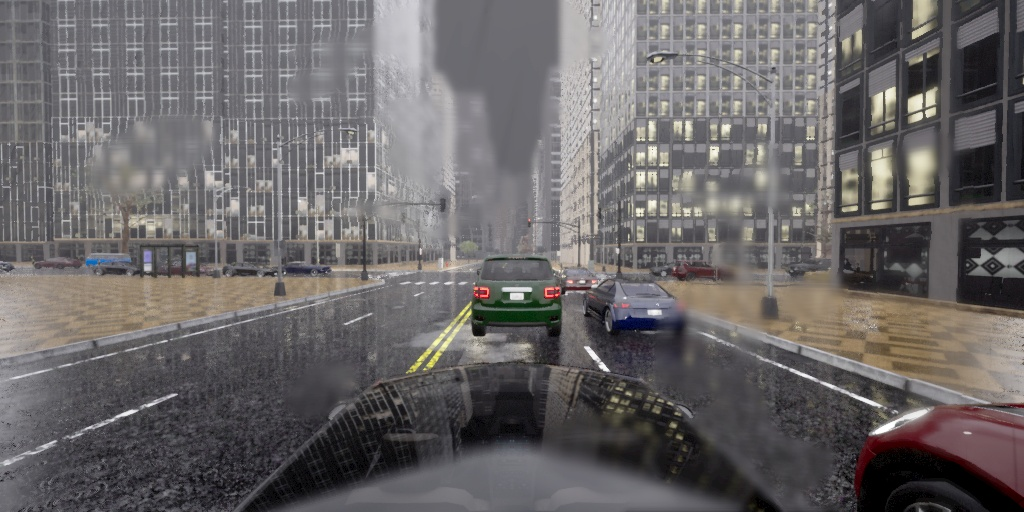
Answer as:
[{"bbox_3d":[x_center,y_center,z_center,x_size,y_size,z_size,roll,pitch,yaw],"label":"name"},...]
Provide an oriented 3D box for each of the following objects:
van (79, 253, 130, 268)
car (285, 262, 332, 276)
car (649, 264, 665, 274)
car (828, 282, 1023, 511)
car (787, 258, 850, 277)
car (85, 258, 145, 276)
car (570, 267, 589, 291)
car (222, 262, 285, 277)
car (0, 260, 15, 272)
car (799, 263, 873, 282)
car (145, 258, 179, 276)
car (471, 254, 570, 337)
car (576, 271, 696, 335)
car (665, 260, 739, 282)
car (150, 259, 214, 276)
[{"bbox_3d":[-45.226,0.603,40.161,3.998,1.789,1.690,0,0,1],"label":"van"},{"bbox_3d":[-19.672,1.190,33.800,4.718,1.301,1.895,1,1,1],"label":"car"},{"bbox_3d":[16.470,1.365,36.369,4.892,1.490,1.837,0,1,-1],"label":"car"},{"bbox_3d":[3.344,1.103,0.484,2.097,1.767,4.553,0,0,0],"label":"car"},{"bbox_3d":[30.921,1.211,36.065,5.566,2.045,2.150,1,1,1],"label":"car"},{"bbox_3d":[-34.048,1.068,31.483,4.313,1.339,1.948,0,0,1],"label":"car"},{"bbox_3d":[3.381,1.287,19.771,2.033,1.411,5.357,0,0,0],"label":"car"},{"bbox_3d":[-22.684,1.172,31.158,4.313,1.339,1.948,0,0,1],"label":"car"},{"bbox_3d":[-51.082,0.826,34.559,4.674,1.442,1.812,0,1,2],"label":"car"},{"bbox_3d":[27.688,1.577,30.353,4.829,1.417,1.751,0,0,1],"label":"car"},{"bbox_3d":[-31.143,0.977,34.051,4.902,1.511,2.128,0,1,1],"label":"car"},{"bbox_3d":[0.114,0.967,10.434,2.150,2.045,5.566,0,0,0],"label":"car"},{"bbox_3d":[3.370,1.309,10.528,1.994,1.385,4.181,0,0,-1],"label":"car"},{"bbox_3d":[16.240,1.268,30.568,5.009,1.841,2.192,0,0,1],"label":"car"},{"bbox_3d":[-28.368,1.136,31.300,4.207,1.307,1.802,0,0,1],"label":"car"}]
